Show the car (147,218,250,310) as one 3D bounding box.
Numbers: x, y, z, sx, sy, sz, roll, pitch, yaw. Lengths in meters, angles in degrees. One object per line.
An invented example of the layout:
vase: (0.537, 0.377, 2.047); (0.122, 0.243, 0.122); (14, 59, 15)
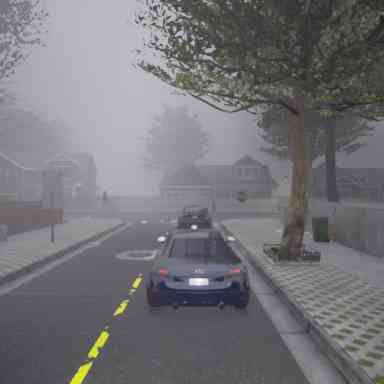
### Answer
car: (0.110, 1.562, 7.905); (1.994, 1.385, 4.181); (0, 0, 0)

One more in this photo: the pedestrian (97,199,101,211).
pedestrian: (-9.718, 1.336, 34.706); (0.375, 1.300, 0.375); (0, 0, -1)

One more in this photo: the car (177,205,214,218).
car: (0.204, 1.502, 19.375); (1.837, 1.490, 4.892); (0, 0, 2)
